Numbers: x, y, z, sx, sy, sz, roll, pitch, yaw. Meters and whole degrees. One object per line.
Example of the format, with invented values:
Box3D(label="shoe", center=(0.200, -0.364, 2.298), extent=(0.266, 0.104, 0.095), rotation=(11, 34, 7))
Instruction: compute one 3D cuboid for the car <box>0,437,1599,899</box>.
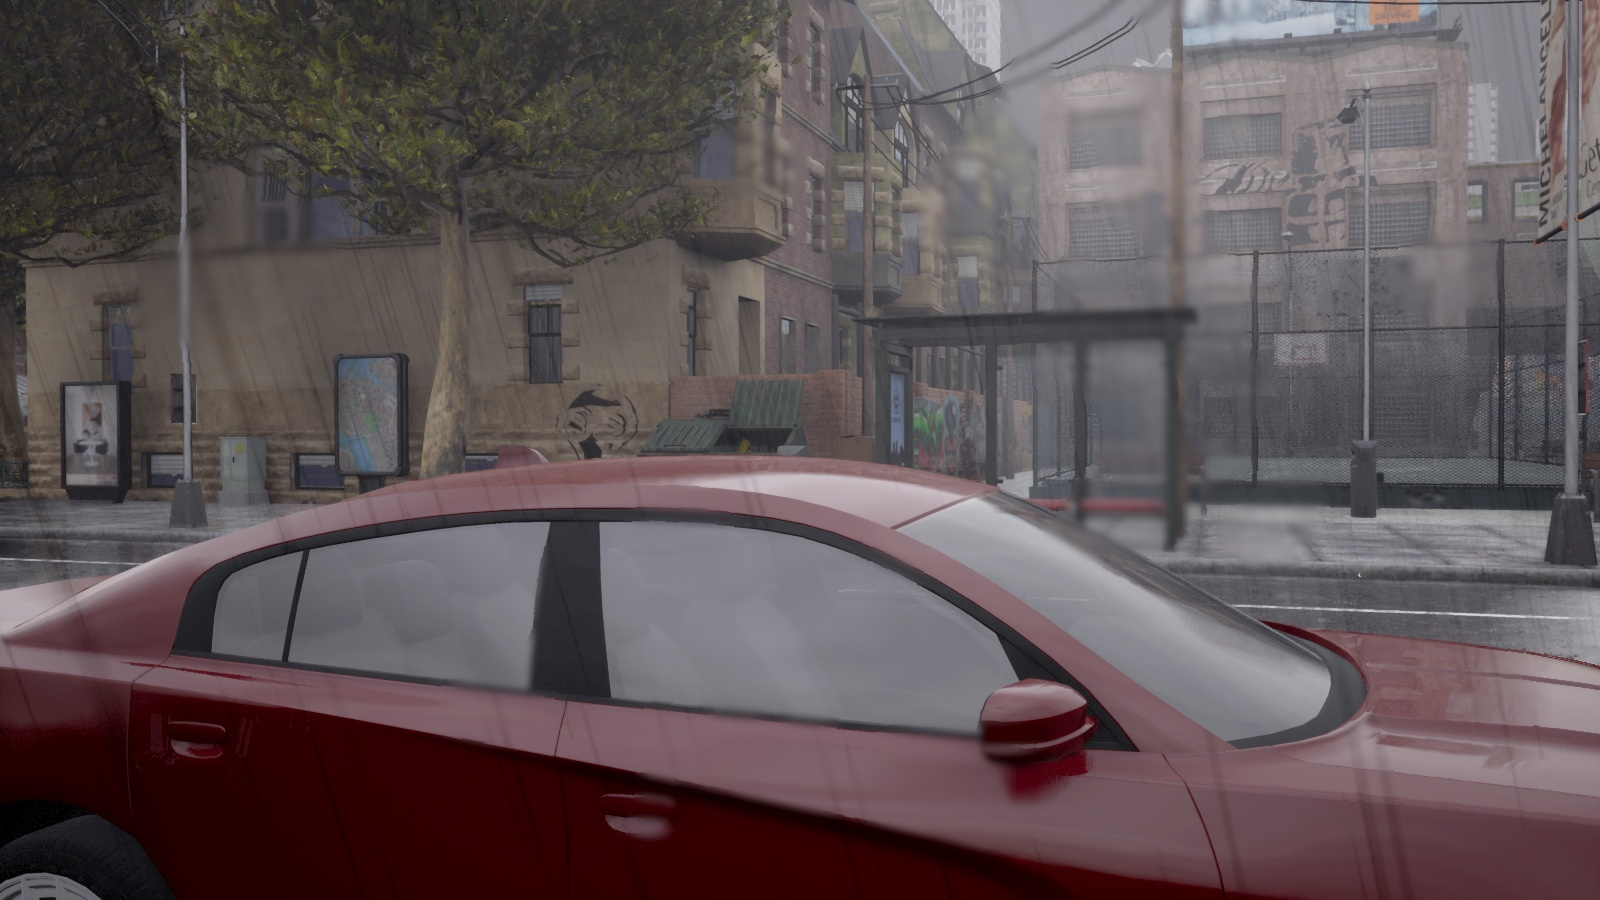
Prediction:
Box3D(label="car", center=(0.026, 0.754, 3.152), extent=(5.008, 1.535, 1.882), rotation=(1, 1, 18))
